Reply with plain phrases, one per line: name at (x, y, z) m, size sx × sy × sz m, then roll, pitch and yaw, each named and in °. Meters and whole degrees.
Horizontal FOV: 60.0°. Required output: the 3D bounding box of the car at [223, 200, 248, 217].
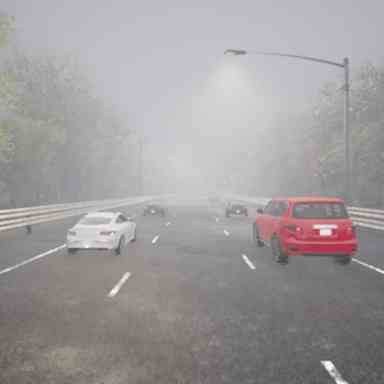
car at (3.823, 1.409, 29.674) m, size 1.812 × 1.442 × 4.674 m, roll 0°, pitch 0°, yaw 1°

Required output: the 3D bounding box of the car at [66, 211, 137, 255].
car at (-3.349, 1.474, 12.961) m, size 1.812 × 1.442 × 4.674 m, roll 0°, pitch 0°, yaw 0°

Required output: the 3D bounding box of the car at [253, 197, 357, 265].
car at (3.642, 1.177, 11.711) m, size 2.150 × 2.045 × 5.566 m, roll 0°, pitch 0°, yaw 0°

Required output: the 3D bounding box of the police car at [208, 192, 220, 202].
police car at (4.553, 1.234, 66.328) m, size 2.038 × 1.542 × 4.974 m, roll 0°, pitch 0°, yaw 2°

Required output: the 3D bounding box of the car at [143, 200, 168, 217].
car at (-3.191, 1.408, 29.629) m, size 1.812 × 1.442 × 4.674 m, roll 0°, pitch 0°, yaw 1°

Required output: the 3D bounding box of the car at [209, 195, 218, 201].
car at (4.927, 1.281, 77.307) m, size 1.895 × 1.301 × 4.718 m, roll 0°, pitch 0°, yaw 2°
